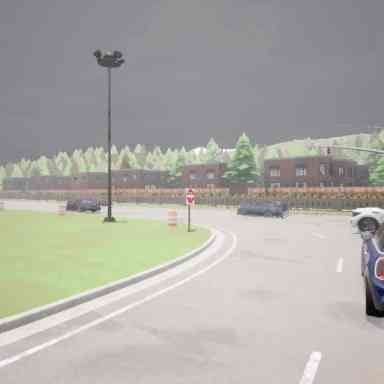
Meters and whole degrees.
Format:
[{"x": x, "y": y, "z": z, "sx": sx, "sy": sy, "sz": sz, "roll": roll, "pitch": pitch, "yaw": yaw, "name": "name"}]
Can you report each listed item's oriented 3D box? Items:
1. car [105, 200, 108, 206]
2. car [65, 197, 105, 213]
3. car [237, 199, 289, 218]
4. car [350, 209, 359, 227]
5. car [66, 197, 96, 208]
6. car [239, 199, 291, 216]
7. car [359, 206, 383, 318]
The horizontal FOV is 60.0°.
[{"x": -15.436, "y": 1.562, "z": 53.422, "sx": 4.181, "sy": 1.385, "sz": 1.994, "roll": 0, "pitch": 0, "yaw": 41, "name": "car"}, {"x": -12.348, "y": 1.546, "z": 36.912, "sx": 5.357, "sy": 1.411, "sz": 2.033, "roll": 0, "pitch": 0, "yaw": 41, "name": "car"}, {"x": 6.180, "y": 1.563, "z": 30.203, "sx": 4.181, "sy": 1.385, "sz": 1.994, "roll": 0, "pitch": 0, "yaw": 41, "name": "car"}, {"x": 11.068, "y": 1.221, "z": 16.762, "sx": 5.566, "sy": 2.045, "sz": 2.150, "roll": 0, "pitch": 0, "yaw": 41, "name": "car"}, {"x": -16.688, "y": 1.489, "z": 49.881, "sx": 4.902, "sy": 1.511, "sz": 2.128, "roll": 0, "pitch": 0, "yaw": 41, "name": "car"}, {"x": 7.369, "y": 1.505, "z": 33.798, "sx": 4.892, "sy": 1.490, "sz": 1.837, "roll": 1, "pitch": 0, "yaw": 41, "name": "car"}, {"x": 4.808, "y": 1.352, "z": 7.061, "sx": 2.097, "sy": 1.767, "sz": 4.553, "roll": 0, "pitch": 0, "yaw": 26, "name": "car"}]
